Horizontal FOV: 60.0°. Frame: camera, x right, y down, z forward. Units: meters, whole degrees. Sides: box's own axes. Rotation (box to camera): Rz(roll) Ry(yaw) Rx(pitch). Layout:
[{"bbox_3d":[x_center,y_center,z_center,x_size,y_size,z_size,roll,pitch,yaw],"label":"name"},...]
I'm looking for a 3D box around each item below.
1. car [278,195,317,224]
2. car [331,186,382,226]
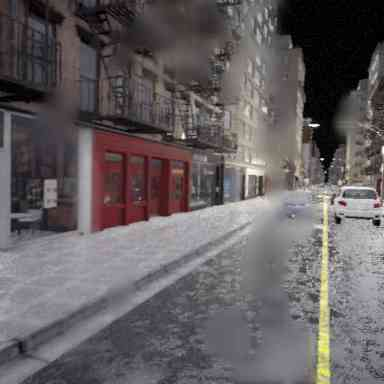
[{"bbox_3d":[6.146,0.905,19.243,1.812,1.442,4.674,3,3,22],"label":"car"},{"bbox_3d":[9.429,0.700,19.178,2.150,2.045,5.566,3,3,22],"label":"car"}]
